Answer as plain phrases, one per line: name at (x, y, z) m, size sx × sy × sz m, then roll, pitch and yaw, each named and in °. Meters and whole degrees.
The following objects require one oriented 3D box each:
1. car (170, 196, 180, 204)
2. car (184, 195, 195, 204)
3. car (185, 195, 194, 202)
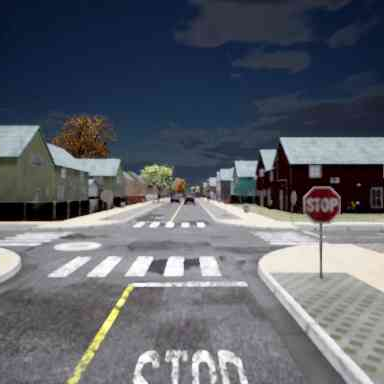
car at (-3.231, 1.472, 64.211) m, size 2.033 × 1.411 × 5.357 m, roll 0°, pitch 0°, yaw 0°
car at (-0.448, 1.419, 59.644) m, size 1.837 × 1.490 × 4.892 m, roll 0°, pitch 0°, yaw 0°
car at (-0.525, 1.297, 70.065) m, size 1.812 × 1.442 × 4.674 m, roll 0°, pitch 0°, yaw 0°
